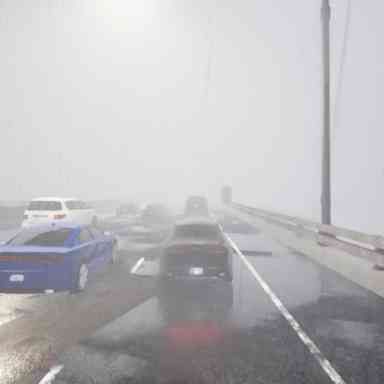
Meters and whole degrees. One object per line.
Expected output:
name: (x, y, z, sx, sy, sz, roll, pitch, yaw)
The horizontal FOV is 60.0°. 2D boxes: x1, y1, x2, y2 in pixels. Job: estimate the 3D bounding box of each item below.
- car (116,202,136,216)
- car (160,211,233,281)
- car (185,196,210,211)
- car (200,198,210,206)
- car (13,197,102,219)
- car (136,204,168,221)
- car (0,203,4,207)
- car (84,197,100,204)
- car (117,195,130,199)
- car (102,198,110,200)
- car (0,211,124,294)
car: (-6.525, 1.766, 34.592, 1.994, 1.385, 4.181, 0, 0, 1)
car: (0.126, 1.562, 10.054, 1.837, 1.490, 4.892, 0, 0, 1)
car: (0.444, 1.412, 33.023, 2.150, 2.045, 5.566, 0, 0, 1)
car: (2.475, 1.923, 64.365, 1.812, 1.442, 4.674, 0, 0, 2)
car: (-6.794, 1.321, 17.685, 2.150, 2.045, 5.566, 0, 0, 1)
car: (-3.141, 1.713, 28.732, 2.033, 1.411, 5.357, 0, 0, 1)
car: (-20.748, 1.701, 33.282, 1.837, 1.490, 4.892, 0, 0, 1)
car: (-22.794, 1.893, 75.936, 1.882, 1.535, 5.008, 0, 0, 2)
car: (-15.750, 1.723, 76.762, 2.150, 2.045, 5.566, 0, 0, 2)
car: (-19.373, 2.069, 74.082, 1.895, 1.301, 4.718, 0, 0, 2)
car: (-3.388, 1.527, 8.977, 1.882, 1.535, 5.008, 0, 0, 1)
